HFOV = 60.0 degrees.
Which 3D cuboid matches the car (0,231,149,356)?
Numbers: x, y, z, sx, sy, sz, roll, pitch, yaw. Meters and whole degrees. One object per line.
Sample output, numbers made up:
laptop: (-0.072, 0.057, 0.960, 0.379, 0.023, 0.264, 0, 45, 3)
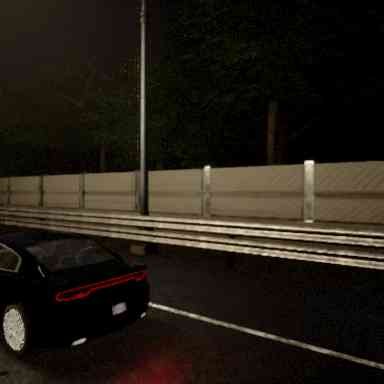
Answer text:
car: (-3.021, 1.458, 6.115, 5.008, 1.535, 1.882, 1, 0, 36)
